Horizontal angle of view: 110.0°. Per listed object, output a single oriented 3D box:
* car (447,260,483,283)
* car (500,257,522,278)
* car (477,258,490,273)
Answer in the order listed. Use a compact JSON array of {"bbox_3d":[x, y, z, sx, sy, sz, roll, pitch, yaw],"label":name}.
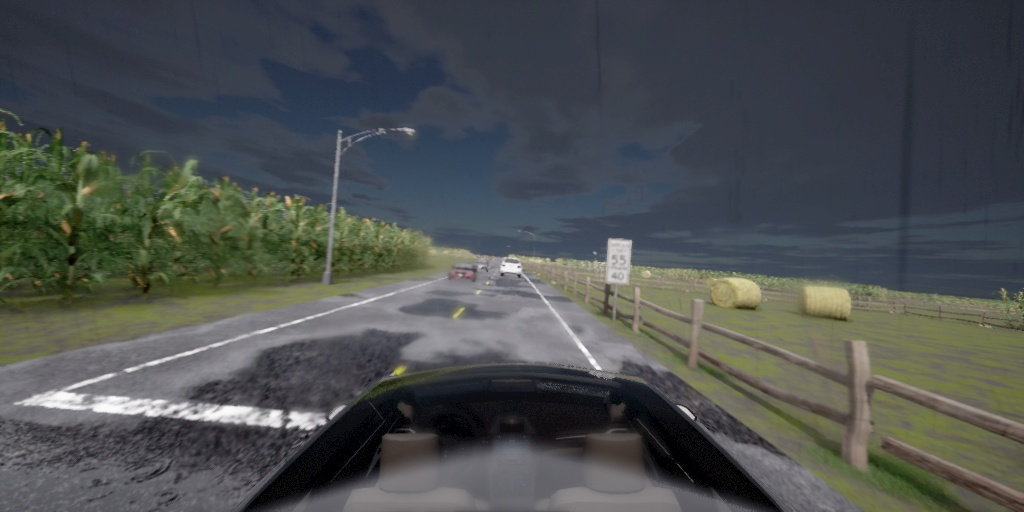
[{"bbox_3d":[-3.643,1.196,27.506,1.994,1.385,4.181,5,0,0],"label":"car"},{"bbox_3d":[-0.110,1.211,39.118,2.150,2.045,5.566,5,-1,0],"label":"car"},{"bbox_3d":[-3.730,1.059,44.236,2.128,1.511,4.902,5,0,-1],"label":"car"}]
